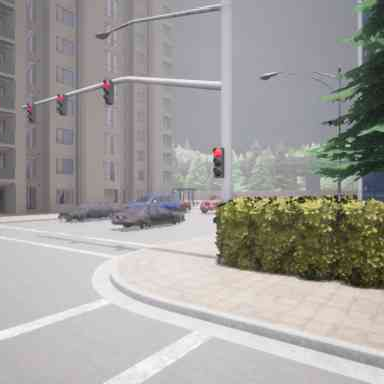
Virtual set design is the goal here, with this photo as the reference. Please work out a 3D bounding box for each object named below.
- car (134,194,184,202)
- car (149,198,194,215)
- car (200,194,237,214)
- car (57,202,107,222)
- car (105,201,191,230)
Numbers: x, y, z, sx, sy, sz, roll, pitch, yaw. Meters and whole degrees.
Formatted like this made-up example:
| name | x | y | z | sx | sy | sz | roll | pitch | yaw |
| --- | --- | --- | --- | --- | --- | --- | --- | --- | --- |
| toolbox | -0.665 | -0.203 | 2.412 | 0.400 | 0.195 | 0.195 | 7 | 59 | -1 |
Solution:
| name | x | y | z | sx | sy | sz | roll | pitch | yaw |
| --- | --- | --- | --- | --- | --- | --- | --- | --- | --- |
| car | -3.254 | 1.221 | 26.939 | 2.150 | 2.045 | 5.566 | 0 | 0 | 36 |
| car | -2.071 | 1.477 | 34.462 | 1.882 | 1.535 | 5.008 | 0 | 0 | 36 |
| car | 3.091 | 1.221 | 35.573 | 2.150 | 2.045 | 5.566 | 0 | 0 | 36 |
| car | -7.875 | 1.547 | 26.554 | 2.033 | 1.411 | 5.357 | 0 | 0 | 36 |
| car | -2.671 | 1.547 | 21.422 | 2.033 | 1.411 | 5.357 | 0 | 0 | 36 |
